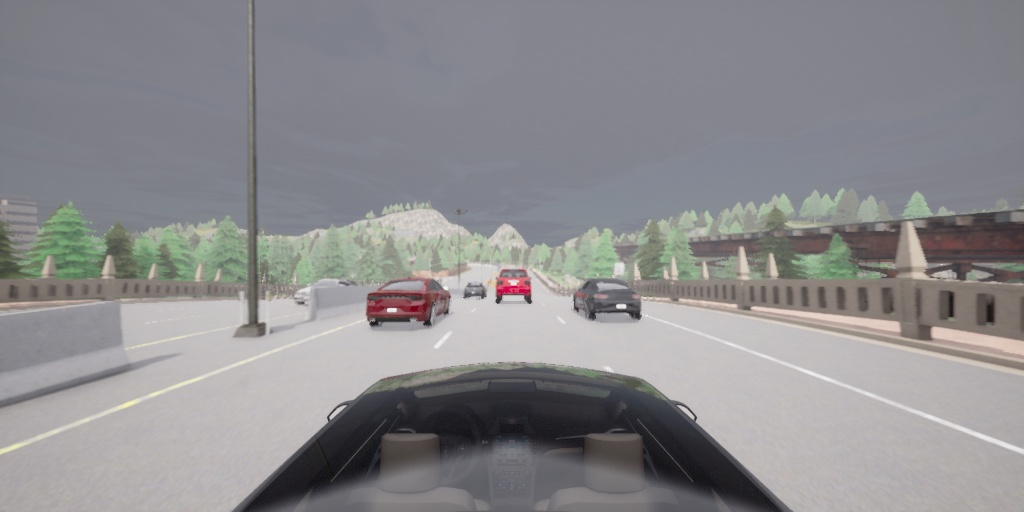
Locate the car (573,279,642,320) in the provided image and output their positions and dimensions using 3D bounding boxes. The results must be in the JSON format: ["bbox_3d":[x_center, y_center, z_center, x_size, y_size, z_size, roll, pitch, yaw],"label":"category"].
[{"bbox_3d":[3.600,1.617,14.098,1.812,1.442,4.674,0,-3,0],"label":"car"}]

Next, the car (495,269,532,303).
[{"bbox_3d":[0.100,1.950,23.434,2.150,2.045,5.566,0,-5,0],"label":"car"}]

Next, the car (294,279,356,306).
[{"bbox_3d":[-10.597,2.062,20.865,1.812,1.442,4.674,0,-4,0],"label":"car"}]

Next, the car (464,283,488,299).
[{"bbox_3d":[-3.401,3.287,33.914,2.128,1.511,4.902,0,-6,0],"label":"car"}]

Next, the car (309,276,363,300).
[{"bbox_3d":[-14.093,2.648,29.109,2.097,1.767,4.553,0,-6,0],"label":"car"}]

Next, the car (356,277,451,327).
[{"bbox_3d":[-3.400,1.498,12.634,1.882,1.535,5.008,0,-3,0],"label":"car"}]
